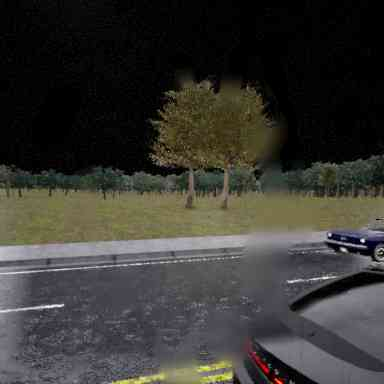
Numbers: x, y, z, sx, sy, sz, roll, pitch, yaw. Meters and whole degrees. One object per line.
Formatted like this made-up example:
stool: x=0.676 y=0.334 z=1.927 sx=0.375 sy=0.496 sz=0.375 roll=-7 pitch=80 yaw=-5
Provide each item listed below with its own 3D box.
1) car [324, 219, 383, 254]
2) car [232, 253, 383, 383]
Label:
car: x=7.123 y=1.604 z=11.774 sx=4.718 sy=1.301 sz=1.895 roll=0 pitch=0 yaw=-19
car: x=2.782 y=1.505 z=3.180 sx=4.892 sy=1.490 sz=1.837 roll=0 pitch=0 yaw=-19
